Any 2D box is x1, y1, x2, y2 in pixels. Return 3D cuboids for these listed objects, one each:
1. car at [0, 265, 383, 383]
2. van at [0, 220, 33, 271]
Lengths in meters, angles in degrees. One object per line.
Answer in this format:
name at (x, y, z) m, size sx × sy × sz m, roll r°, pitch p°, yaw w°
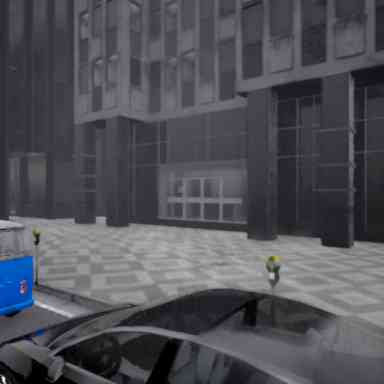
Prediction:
car at (-0.005, 1.565, 2.848) m, size 4.313 × 1.339 × 1.947 m, roll 0°, pitch 0°, yaw 35°
van at (-4.596, 1.340, 6.122) m, size 3.998 × 1.788 × 1.690 m, roll 0°, pitch 0°, yaw 36°
